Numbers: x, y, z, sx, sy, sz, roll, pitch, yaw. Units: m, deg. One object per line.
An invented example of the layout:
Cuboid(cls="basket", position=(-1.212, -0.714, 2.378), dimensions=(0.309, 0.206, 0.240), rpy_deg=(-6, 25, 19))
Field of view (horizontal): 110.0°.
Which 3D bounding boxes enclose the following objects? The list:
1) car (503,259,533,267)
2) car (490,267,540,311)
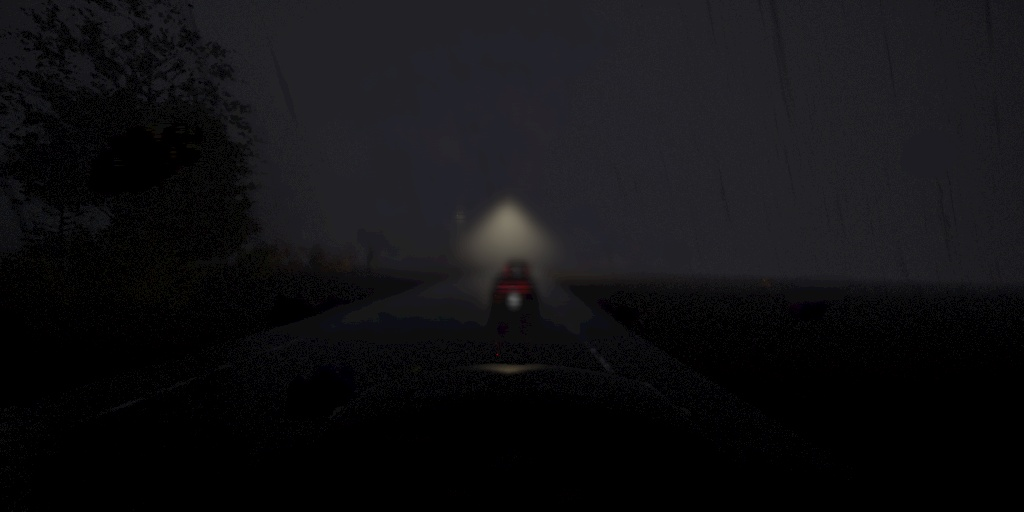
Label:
Cuboid(cls="car", position=(0.496, 1.279, 29.327), dimensions=(2.150, 2.045, 5.566), rpy_deg=(0, 0, 2))
Cuboid(cls="car", position=(0.139, 1.381, 15.294), dimensions=(2.128, 1.511, 4.902), rpy_deg=(0, 0, 2))
